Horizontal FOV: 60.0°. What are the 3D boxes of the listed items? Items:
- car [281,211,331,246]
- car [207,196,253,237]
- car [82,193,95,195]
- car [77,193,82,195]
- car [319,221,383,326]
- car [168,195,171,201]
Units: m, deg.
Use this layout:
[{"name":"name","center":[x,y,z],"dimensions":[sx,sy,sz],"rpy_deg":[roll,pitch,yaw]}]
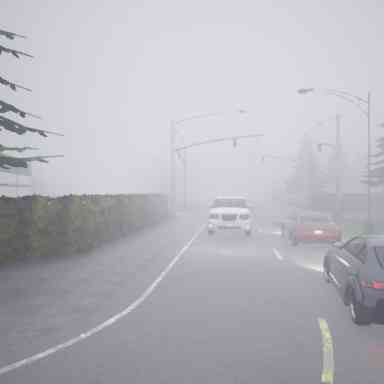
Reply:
[{"name":"car","center":[5.277,1.561,15.143],"dimensions":[1.994,1.385,4.181],"rpy_deg":[0,0,8]},{"name":"car","center":[2.115,1.224,18.527],"dimensions":[2.150,2.045,5.566],"rpy_deg":[0,0,7]},{"name":"car","center":[-23.353,1.089,78.207],"dimensions":[1.932,1.855,4.605],"rpy_deg":[0,0,7]},{"name":"car","center":[-26.288,1.069,78.179],"dimensions":[1.905,1.878,3.866],"rpy_deg":[0,0,7]},{"name":"car","center":[4.002,1.563,6.830],"dimensions":[1.994,1.385,4.181],"rpy_deg":[0,0,14]},{"name":"car","center":[-4.948,1.364,75.634],"dimensions":[1.845,1.501,3.633],"rpy_deg":[0,0,7]}]
